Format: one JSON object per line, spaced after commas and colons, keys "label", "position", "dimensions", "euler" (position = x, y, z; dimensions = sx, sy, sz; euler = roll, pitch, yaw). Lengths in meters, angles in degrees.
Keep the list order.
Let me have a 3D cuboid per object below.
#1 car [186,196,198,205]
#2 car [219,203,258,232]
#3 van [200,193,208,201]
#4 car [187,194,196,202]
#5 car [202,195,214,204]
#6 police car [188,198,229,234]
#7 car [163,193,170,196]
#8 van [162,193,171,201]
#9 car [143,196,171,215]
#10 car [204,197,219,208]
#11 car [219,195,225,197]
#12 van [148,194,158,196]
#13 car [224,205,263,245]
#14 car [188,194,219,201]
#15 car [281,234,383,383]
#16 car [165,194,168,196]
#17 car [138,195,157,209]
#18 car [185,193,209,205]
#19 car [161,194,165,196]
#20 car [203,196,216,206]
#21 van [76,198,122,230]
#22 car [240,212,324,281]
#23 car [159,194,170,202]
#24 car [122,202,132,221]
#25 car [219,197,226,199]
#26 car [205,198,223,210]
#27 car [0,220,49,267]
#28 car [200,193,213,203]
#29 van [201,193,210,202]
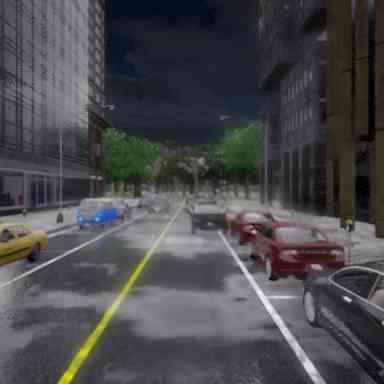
{"label": "car", "position": [-0.016, 1.372, 54.899], "dimensions": [1.837, 1.490, 4.892], "euler": [0, 0, 0]}
{"label": "car", "position": [2.755, 1.472, 20.685], "dimensions": [1.752, 1.417, 4.829], "euler": [0, 0, 0]}
{"label": "van", "position": [2.740, 1.169, 74.891], "dimensions": [1.690, 1.788, 3.998], "euler": [0, 0, 0]}
{"label": "car", "position": [-0.020, 1.214, 70.004], "dimensions": [1.837, 1.490, 4.892], "euler": [0, 0, 0]}
{"label": "car", "position": [2.744, 1.300, 58.578], "dimensions": [1.967, 1.590, 4.097], "euler": [0, 0, 0]}
{"label": "police car", "position": [0.894, 1.377, 18.892], "dimensions": [1.930, 1.638, 5.238], "euler": [0, 0, 0]}
{"label": "car", "position": [-5.782, 1.375, 63.844], "dimensions": [1.752, 1.417, 4.829], "euler": [0, 0, 0]}
{"label": "van", "position": [-5.786, 1.169, 74.889], "dimensions": [1.690, 1.788, 3.998], "euler": [0, 0, 0]}
{"label": "car", "position": [-3.105, 1.409, 32.417], "dimensions": [2.128, 1.511, 4.902], "euler": [0, 0, 0]}
{"label": "car", "position": [2.747, 1.408, 47.873], "dimensions": [1.752, 1.417, 4.829], "euler": [0, 0, 0]}
{"label": "car", "position": [2.750, 1.222, 36.828], "dimensions": [2.192, 1.841, 5.009], "euler": [0, 0, 0]}
{"label": "van", "position": [-5.778, 1.224, 47.701], "dimensions": [1.690, 1.788, 3.998], "euler": [0, 0, 0]}
{"label": "car", "position": [2.757, 1.505, 15.078], "dimensions": [1.887, 1.381, 4.507], "euler": [0, 0, 0]}
{"label": "car", "position": [0.891, 1.278, 28.752], "dimensions": [2.097, 1.767, 4.553], "euler": [0, 0, 0]}
{"label": "car", "position": [2.760, 1.539, 4.203], "dimensions": [2.008, 1.369, 4.403], "euler": [0, 0, 0]}
{"label": "car", "position": [-5.781, 1.426, 58.576], "dimensions": [1.947, 1.339, 4.313], "euler": [0, 0, 0]}
{"label": "car", "position": [-5.776, 1.461, 42.263], "dimensions": [1.947, 1.339, 4.313], "euler": [0, 0, 0]}
{"label": "car", "position": [0.706, 1.264, 34.779], "dimensions": [2.097, 1.767, 4.553], "euler": [0, 0, 2]}
{"label": "car", "position": [-5.779, 1.397, 52.969], "dimensions": [1.752, 1.417, 4.829], "euler": [0, 0, 0]}
{"label": "car", "position": [2.746, 1.416, 53.141], "dimensions": [1.887, 1.381, 4.507], "euler": [0, 0, 0]}
{"label": "van", "position": [-5.770, 1.288, 20.513], "dimensions": [1.690, 1.788, 3.998], "euler": [0, 0, 0]}
{"label": "car", "position": [2.758, 1.519, 9.641], "dimensions": [1.887, 1.381, 4.507], "euler": [0, 0, 0]}
{"label": "car", "position": [-5.784, 1.279, 69.451], "dimensions": [1.967, 1.590, 4.097], "euler": [0, 0, 0]}
{"label": "car", "position": [-5.771, 1.484, 25.951], "dimensions": [2.008, 1.369, 4.403], "euler": [0, 0, 0]}
{"label": "car", "position": [2.752, 1.445, 31.560], "dimensions": [1.752, 1.417, 4.829], "euler": [0, 0, 0]}
{"label": "car", "position": [2.749, 1.446, 42.266], "dimensions": [2.008, 1.369, 4.403], "euler": [0, 0, 0]}
{"label": "car", "position": [-5.767, 1.500, 9.468], "dimensions": [1.752, 1.417, 4.829], "euler": [0, 0, 0]}
{"label": "car", "position": [2.743, 1.164, 64.016], "dimensions": [2.192, 1.841, 5.009], "euler": [0, 0, 0]}
{"label": "van", "position": [2.741, 1.180, 69.453], "dimensions": [1.690, 1.788, 3.998], "euler": [0, 0, 0]}
